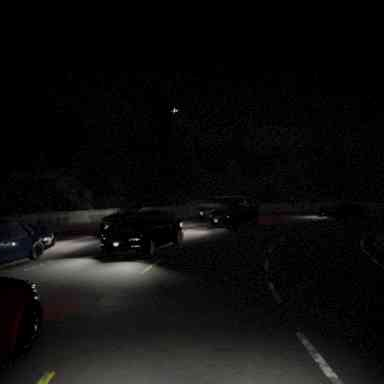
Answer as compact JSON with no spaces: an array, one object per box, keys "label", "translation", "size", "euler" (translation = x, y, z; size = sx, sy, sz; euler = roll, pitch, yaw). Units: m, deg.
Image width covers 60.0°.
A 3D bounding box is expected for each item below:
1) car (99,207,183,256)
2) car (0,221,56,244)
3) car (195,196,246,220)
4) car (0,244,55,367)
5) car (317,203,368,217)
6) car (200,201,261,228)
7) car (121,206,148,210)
[{"label":"car","translation":[-1.848,1.574,13.685],"size":[1.837,1.490,4.892],"euler":[0,-1,18]},{"label":"car","translation":[-6.290,1.598,10.081],"size":[2.033,1.411,5.357],"euler":[0,0,9]},{"label":"car","translation":[2.664,1.361,28.393],"size":[2.150,2.045,5.566],"euler":[0,0,44]},{"label":"car","translation":[-3.318,1.582,3.370],"size":[1.994,1.385,4.181],"euler":[0,0,3]},{"label":"car","translation":[15.224,1.778,33.535],"size":[5.357,1.411,2.033],"euler":[0,0,-24]},{"label":"car","translation":[3.085,1.607,23.452],"size":[2.128,1.511,4.902],"euler":[0,0,39]},{"label":"car","translation":[-3.328,1.588,19.477],"size":[2.128,1.511,4.902],"euler":[0,0,26]}]
